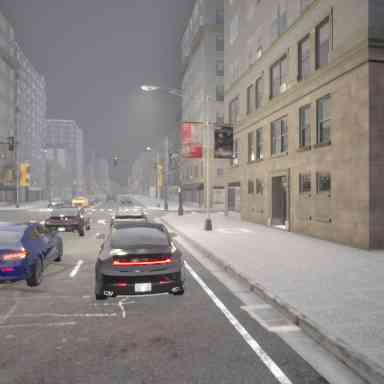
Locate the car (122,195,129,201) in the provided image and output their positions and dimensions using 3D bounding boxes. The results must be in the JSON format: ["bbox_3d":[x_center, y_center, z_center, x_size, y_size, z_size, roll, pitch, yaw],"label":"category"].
[{"bbox_3d":[-17.982,1.504,89.827,1.882,1.535,5.008,0,0,-11],"label":"car"}]

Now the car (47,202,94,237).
[{"bbox_3d":[-6.622,1.510,18.018,1.837,1.490,4.892,0,0,-12],"label":"car"}]

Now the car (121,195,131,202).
[{"bbox_3d":[-12.764,1.626,64.607,1.895,1.301,4.718,0,0,-11],"label":"car"}]

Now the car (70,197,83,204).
[{"bbox_3d":[-23.419,1.622,67.592,1.895,1.301,4.718,0,0,-11],"label":"car"}]

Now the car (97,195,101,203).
[{"bbox_3d":[-20.116,1.579,67.657,1.994,1.385,4.181,0,0,-11],"label":"car"}]

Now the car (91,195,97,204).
[{"bbox_3d":[-18.224,1.376,58.048,2.097,1.767,4.553,0,0,-12],"label":"car"}]

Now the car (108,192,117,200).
[{"bbox_3d":[-20.926,1.120,87.988,2.150,2.045,5.566,0,0,-11],"label":"car"}]

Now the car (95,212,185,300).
[{"bbox_3d":[-1.377,1.506,8.494,1.837,1.490,4.892,0,0,-11],"label":"car"}]

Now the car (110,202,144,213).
[{"bbox_3d":[-3.327,1.496,17.613,2.128,1.511,4.902,0,0,-11],"label":"car"}]

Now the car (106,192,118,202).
[{"bbox_3d":[-18.853,1.247,77.776,2.150,2.045,5.566,0,0,-11],"label":"car"}]

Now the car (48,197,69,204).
[{"bbox_3d":[-19.624,1.513,48.185,2.128,1.511,4.902,0,0,-14],"label":"car"}]

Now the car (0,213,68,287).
[{"bbox_3d":[-4.802,1.528,9.053,1.812,1.442,4.674,0,0,-11],"label":"car"}]

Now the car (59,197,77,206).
[{"bbox_3d":[-21.486,1.572,57.752,2.033,1.411,5.357,0,0,-11],"label":"car"}]

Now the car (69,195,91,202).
[{"bbox_3d":[-16.413,1.499,48.963,1.882,1.535,5.008,0,0,-11],"label":"car"}]
